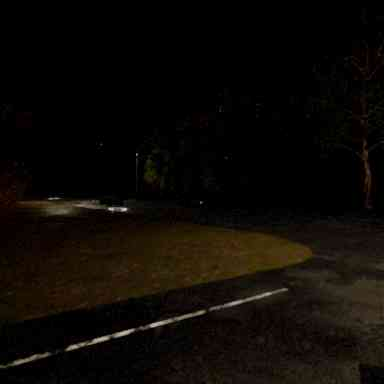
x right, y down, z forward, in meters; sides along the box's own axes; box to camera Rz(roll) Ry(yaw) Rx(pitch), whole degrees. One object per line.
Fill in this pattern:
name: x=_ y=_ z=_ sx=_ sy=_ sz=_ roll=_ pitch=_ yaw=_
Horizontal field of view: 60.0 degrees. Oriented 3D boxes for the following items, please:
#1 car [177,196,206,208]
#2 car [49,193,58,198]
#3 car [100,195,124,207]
car: x=-0.078 y=1.200 z=40.425 sx=1.994 sy=1.385 sz=4.181 roll=0 pitch=1 yaw=-34
car: x=-35.936 y=0.862 z=86.504 sx=1.895 sy=1.301 sz=4.718 roll=0 pitch=1 yaw=-28
car: x=-10.427 y=1.111 z=43.178 sx=1.882 sy=1.535 sz=5.008 roll=0 pitch=1 yaw=-34
